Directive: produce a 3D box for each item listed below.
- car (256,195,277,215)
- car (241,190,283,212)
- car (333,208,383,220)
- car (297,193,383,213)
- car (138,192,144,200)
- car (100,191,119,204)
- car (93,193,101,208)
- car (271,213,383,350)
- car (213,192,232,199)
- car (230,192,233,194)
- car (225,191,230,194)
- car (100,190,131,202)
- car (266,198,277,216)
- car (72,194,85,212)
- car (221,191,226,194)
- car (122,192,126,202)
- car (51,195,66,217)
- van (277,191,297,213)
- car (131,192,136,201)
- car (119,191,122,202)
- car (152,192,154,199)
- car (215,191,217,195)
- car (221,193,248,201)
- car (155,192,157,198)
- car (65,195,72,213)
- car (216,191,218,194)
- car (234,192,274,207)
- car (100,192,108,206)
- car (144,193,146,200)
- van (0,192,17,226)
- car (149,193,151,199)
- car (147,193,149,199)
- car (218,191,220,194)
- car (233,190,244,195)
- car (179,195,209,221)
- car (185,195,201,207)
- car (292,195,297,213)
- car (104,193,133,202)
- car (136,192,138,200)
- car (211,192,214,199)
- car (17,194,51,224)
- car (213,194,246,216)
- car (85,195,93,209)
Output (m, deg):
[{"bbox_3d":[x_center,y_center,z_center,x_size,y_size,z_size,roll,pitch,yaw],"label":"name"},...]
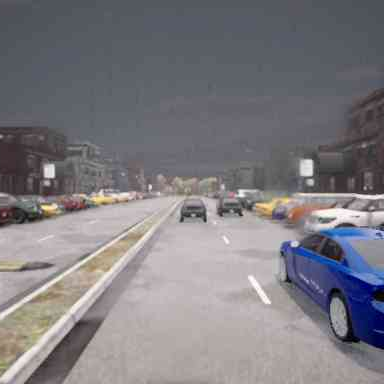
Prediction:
[{"bbox_3d":[7.827,1.233,24.748,5.366,1.575,1.946,0,1,0],"label":"car"},{"bbox_3d":[7.611,1.001,33.022,4.553,1.767,2.185,0,1,0],"label":"car"},{"bbox_3d":[7.612,1.417,10.960,4.792,1.488,2.163,0,1,0],"label":"car"},{"bbox_3d":[7.613,1.109,13.714,5.566,2.045,2.435,0,1,0],"label":"car"},{"bbox_3d":[-12.781,0.936,66.591,4.892,1.521,2.231,0,0,0],"label":"car"},{"bbox_3d":[-13.004,0.964,44.378,5.366,1.575,1.946,0,1,0],"label":"car"},{"bbox_3d":[-12.842,1.082,35.918,4.892,1.521,2.231,0,1,0],"label":"car"},{"bbox_3d":[3.101,1.427,6.347,1.882,1.535,5.008,0,0,0],"label":"car"},{"bbox_3d":[7.614,0.899,82.635,4.553,1.767,2.185,0,0,0],"label":"car"},{"bbox_3d":[7.671,0.799,38.535,5.566,2.045,2.435,0,1,0],"label":"car"},{"bbox_3d":[7.638,0.950,46.802,5.008,1.535,2.097,0,0,0],"label":"car"},{"bbox_3d":[-12.989,0.903,52.580,5.366,1.575,1.946,0,0,0],"label":"car"},{"bbox_3d":[7.639,1.310,21.993,4.674,1.452,2.002,0,1,0],"label":"car"},{"bbox_3d":[-12.842,1.160,30.359,5.008,1.535,2.097,0,1,0],"label":"car"},{"bbox_3d":[7.615,0.680,49.558,5.566,2.045,2.435,0,0,0],"label":"car"},{"bbox_3d":[-12.806,0.959,49.806,4.674,1.452,2.002,0,0,0],"label":"car"},{"bbox_3d":[-12.672,1.230,24.924,5.366,1.575,1.946,0,1,0],"label":"car"},{"bbox_3d":[7.525,1.076,19.231,4.442,1.987,1.878,0,1,0],"label":"van"},{"bbox_3d":[-12.769,0.648,55.358,5.566,2.045,2.435,0,0,0],"label":"car"},{"bbox_3d":[-12.816,0.979,47.148,4.674,1.452,2.002,0,1,0],"label":"car"},{"bbox_3d":[-12.772,1.065,83.139,4.792,1.488,2.163,0,0,0],"label":"car"},{"bbox_3d":[7.674,0.978,68.848,4.792,1.488,2.163,0,0,0],"label":"car"},{"bbox_3d":[7.641,0.953,60.578,4.674,1.452,2.002,0,0,0],"label":"car"},{"bbox_3d":[-12.724,1.138,91.477,4.674,1.452,2.002,0,0,0],"label":"car"},{"bbox_3d":[-12.884,1.072,27.579,4.553,1.767,2.185,0,1,0],"label":"car"},{"bbox_3d":[7.639,0.922,63.333,5.008,1.535,2.097,0,0,0],"label":"car"},{"bbox_3d":[7.674,0.887,41.291,4.553,1.767,2.185,0,1,0],"label":"car"},{"bbox_3d":[-12.835,1.040,38.821,5.008,1.535,2.097,0,1,0],"label":"car"},{"bbox_3d":[-12.955,0.947,69.371,5.366,1.575,1.946,0,0,0],"label":"car"},{"bbox_3d":[-12.987,1.076,19.240,4.442,1.987,1.878,0,1,0],"label":"van"},{"bbox_3d":[-12.759,0.998,77.582,5.008,1.535,2.097,0,0,0],"label":"car"},{"bbox_3d":[-12.730,1.011,74.803,4.792,1.488,2.163,0,0,0],"label":"car"},{"bbox_3d":[7.615,0.658,55.068,5.566,2.045,2.435,0,0,0],"label":"car"},{"bbox_3d":[7.614,0.837,35.777,5.566,2.045,2.435,0,1,0],"label":"car"},{"bbox_3d":[0.101,1.266,24.442,1.837,1.490,4.892,0,1,0],"label":"car"},{"bbox_3d":[0.103,1.129,41.811,1.895,1.301,4.718,0,1,0],"label":"car"},{"bbox_3d":[7.672,1.206,16.474,4.553,1.767,2.185,0,1,0],"label":"car"},{"bbox_3d":[-12.790,0.940,58.133,4.674,1.452,2.002,0,0,0],"label":"car"},{"bbox_3d":[-12.755,0.782,60.911,4.553,1.767,2.185,0,0,0],"label":"car"},{"bbox_3d":[7.673,0.725,74.364,5.566,2.045,2.435,0,0,0],"label":"car"},{"bbox_3d":[-12.833,1.016,22.138,5.566,2.045,2.435,0,1,0],"label":"car"},{"bbox_3d":[3.102,1.215,28.320,1.837,1.490,4.892,0,1,0],"label":"car"},{"bbox_3d":[-12.871,1.150,33.139,4.792,1.488,2.163,0,1,0],"label":"car"}]
